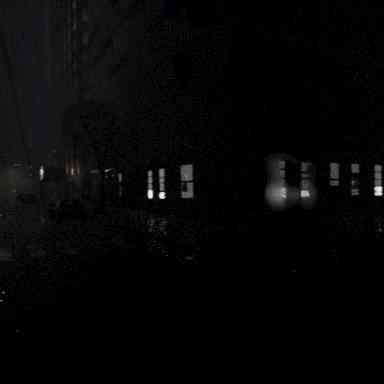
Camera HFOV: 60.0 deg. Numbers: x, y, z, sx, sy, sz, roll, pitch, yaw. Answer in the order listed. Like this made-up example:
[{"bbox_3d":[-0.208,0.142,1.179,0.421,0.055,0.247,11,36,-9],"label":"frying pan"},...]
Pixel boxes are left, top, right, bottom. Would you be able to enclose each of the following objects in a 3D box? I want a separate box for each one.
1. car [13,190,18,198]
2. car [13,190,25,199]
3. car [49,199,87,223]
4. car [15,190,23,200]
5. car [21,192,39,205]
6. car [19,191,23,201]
[{"bbox_3d":[-36.383,0.744,70.519,1.752,1.417,4.829,0,1,-30],"label":"car"},{"bbox_3d":[-39.081,0.485,75.154,2.192,1.841,5.009,0,1,-30],"label":"car"},{"bbox_3d":[-8.454,1.160,22.538,1.967,1.590,4.097,0,1,-30],"label":"car"},{"bbox_3d":[-30.729,0.865,60.806,1.887,1.381,4.507,0,1,-30],"label":"car"},{"bbox_3d":[-22.462,0.994,46.603,1.752,1.417,4.829,0,1,-30],"label":"car"},{"bbox_3d":[-25.246,0.944,51.386,1.752,1.417,4.829,0,1,-30],"label":"car"}]
